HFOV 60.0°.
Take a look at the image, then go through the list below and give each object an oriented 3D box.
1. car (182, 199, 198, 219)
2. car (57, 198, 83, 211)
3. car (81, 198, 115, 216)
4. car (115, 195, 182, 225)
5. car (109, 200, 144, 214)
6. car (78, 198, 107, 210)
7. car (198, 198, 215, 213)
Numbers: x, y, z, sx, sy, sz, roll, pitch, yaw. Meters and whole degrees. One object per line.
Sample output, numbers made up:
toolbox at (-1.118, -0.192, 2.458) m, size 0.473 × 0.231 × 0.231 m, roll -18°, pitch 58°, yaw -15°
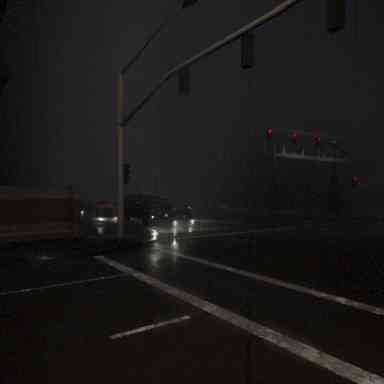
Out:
car at (-1.918, 1.352, 28.581) m, size 2.097 × 1.767 × 4.553 m, roll 0°, pitch 0°, yaw -36°
car at (-15.090, 1.526, 40.941) m, size 1.812 × 1.442 × 4.674 m, roll 0°, pitch 0°, yaw -35°
car at (-9.095, 1.478, 32.574) m, size 1.882 × 1.535 × 5.008 m, roll 0°, pitch 0°, yaw -36°
car at (-3.334, 1.222, 24.549) m, size 2.150 × 2.045 × 5.566 m, roll 0°, pitch 0°, yaw -36°
car at (-7.161, 1.601, 35.880) m, size 1.895 × 1.301 × 4.718 m, roll 0°, pitch 0°, yaw -36°
car at (-13.364, 1.547, 44.531) m, size 2.033 × 1.411 × 5.357 m, roll 0°, pitch 0°, yaw -36°
car at (0.551, 1.477, 37.453) m, size 1.882 × 1.535 × 5.008 m, roll 0°, pitch 0°, yaw -35°
